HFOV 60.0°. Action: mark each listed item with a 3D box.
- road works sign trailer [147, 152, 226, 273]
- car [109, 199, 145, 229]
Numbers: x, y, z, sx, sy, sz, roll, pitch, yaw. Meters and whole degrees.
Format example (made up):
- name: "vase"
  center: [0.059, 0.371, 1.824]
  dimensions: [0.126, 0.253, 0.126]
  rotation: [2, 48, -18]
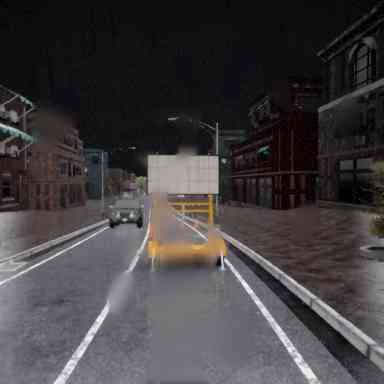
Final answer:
- name: "road works sign trailer"
  center: [-0.299, 0.497, 10.941]
  dimensions: [2.380, 3.560, 2.880]
  rotation: [0, -1, -9]
- name: "car"
  center: [-4.685, 1.532, 24.406]
  dimensions: [2.150, 2.045, 5.566]
  rotation: [0, -2, -6]
